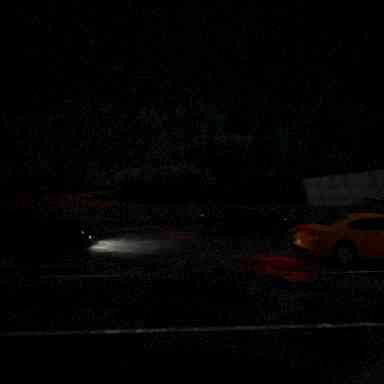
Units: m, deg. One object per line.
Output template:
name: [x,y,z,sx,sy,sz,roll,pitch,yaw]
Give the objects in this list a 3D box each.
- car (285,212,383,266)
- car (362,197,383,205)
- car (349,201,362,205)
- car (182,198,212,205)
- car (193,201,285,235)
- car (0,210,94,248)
car: [5.918,1.432,10.944,5.008,1.535,1.882,0,0,-4]
car: [20.481,1.090,33.195,5.566,2.045,2.150,0,0,-4]
car: [19.730,1.375,36.649,4.674,1.442,1.812,0,0,-4]
car: [0.857,1.372,38.864,4.181,1.385,1.994,0,0,-4]
car: [2.708,1.408,17.740,4.902,1.511,2.128,0,0,-4]
car: [-6.870,1.468,13.572,5.357,1.411,2.033,0,0,-4]
